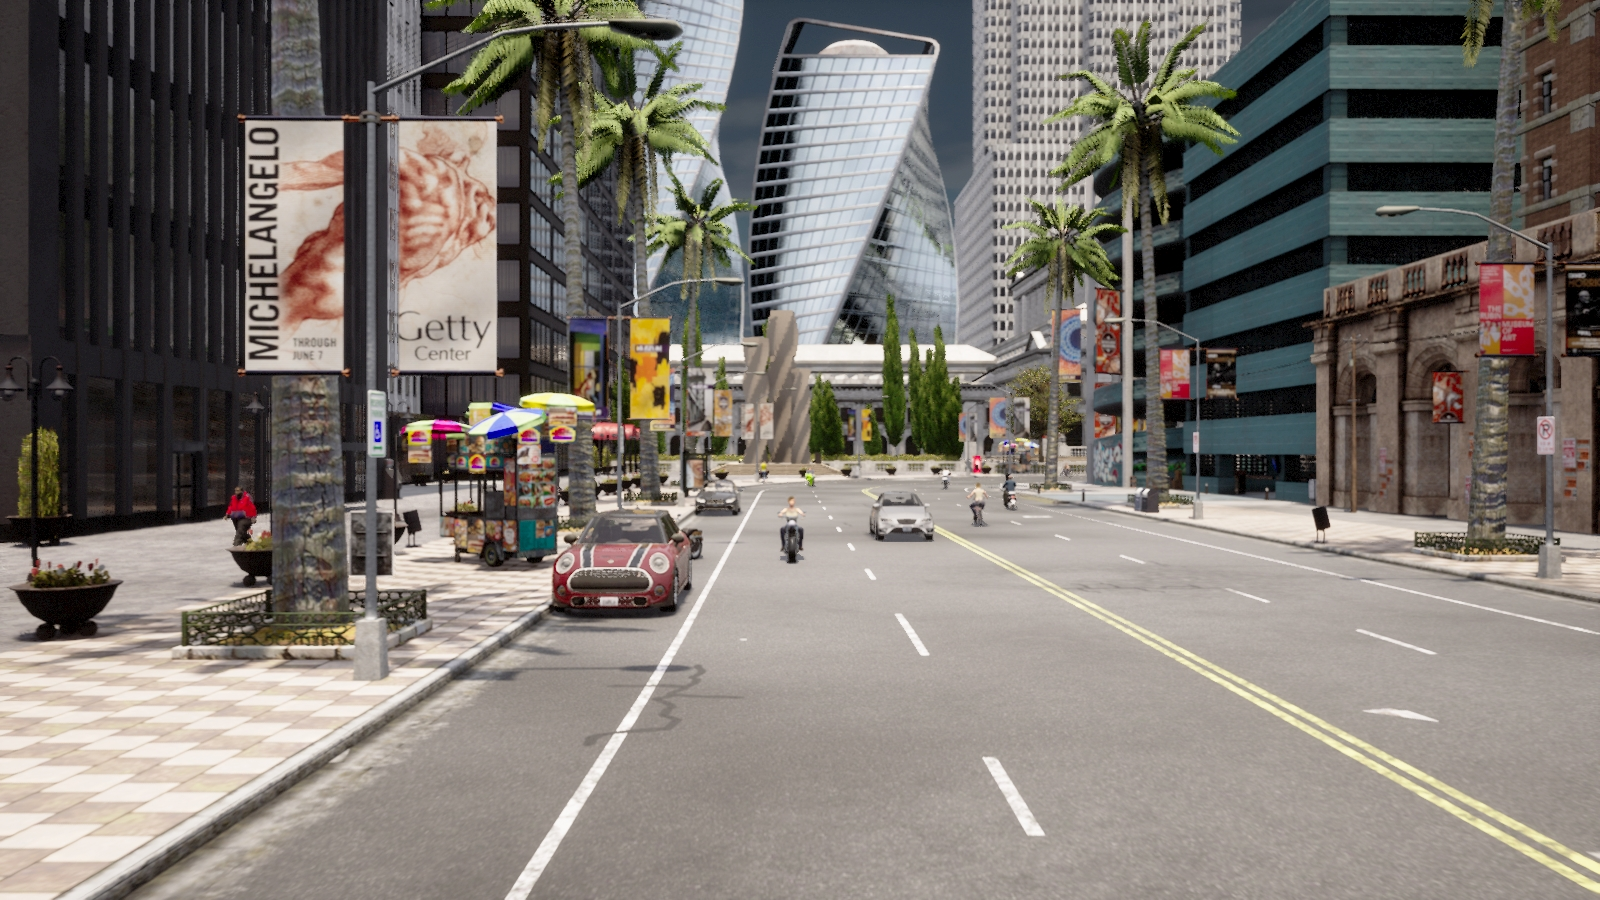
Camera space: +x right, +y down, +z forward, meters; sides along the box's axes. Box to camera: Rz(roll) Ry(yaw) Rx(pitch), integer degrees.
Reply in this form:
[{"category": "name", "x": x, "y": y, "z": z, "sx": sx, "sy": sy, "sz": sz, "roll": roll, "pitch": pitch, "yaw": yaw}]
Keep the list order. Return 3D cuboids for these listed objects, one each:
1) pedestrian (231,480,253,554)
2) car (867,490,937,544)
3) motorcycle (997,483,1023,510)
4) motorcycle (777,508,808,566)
[{"category": "pedestrian", "x": -14.317, "y": 1.717, "z": 29.319, "sx": 0.375, "sy": 1.860, "sz": 0.375, "roll": 0, "pitch": 0, "yaw": 12}, {"category": "car", "x": 3.185, "y": 2.075, "z": 36.429, "sx": 1.816, "sy": 1.474, "sz": 4.193, "roll": 0, "pitch": 0, "yaw": -1}, {"category": "motorcycle", "x": 9.936, "y": 2.196, "z": 54.135, "sx": 0.856, "sy": 1.236, "sz": 1.805, "roll": 0, "pitch": 0, "yaw": -1}, {"category": "motorcycle", "x": -0.205, "y": 2.178, "z": 28.942, "sx": 0.764, "sy": 1.277, "sz": 2.356, "roll": 0, "pitch": 0, "yaw": -1}]
